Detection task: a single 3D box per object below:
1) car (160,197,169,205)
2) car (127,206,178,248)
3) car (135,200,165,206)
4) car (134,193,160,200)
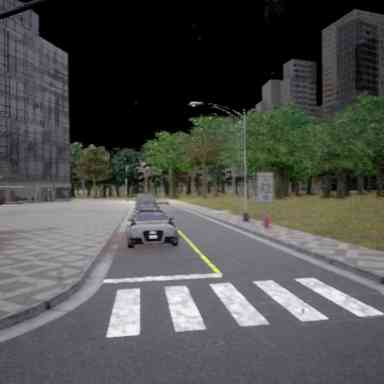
[{"bbox_3d":[-4.861,1.448,54.183,1.895,1.301,4.718,-1,0,-9],"label":"car"},{"bbox_3d":[-1.795,1.529,14.659,1.994,1.385,4.181,-1,0,-9],"label":"car"},{"bbox_3d":[-3.293,1.516,24.461,1.994,1.385,4.181,-1,0,-8],"label":"car"},{"bbox_3d":[-4.891,1.156,35.047,2.150,2.045,5.566,-1,0,-9],"label":"car"}]
